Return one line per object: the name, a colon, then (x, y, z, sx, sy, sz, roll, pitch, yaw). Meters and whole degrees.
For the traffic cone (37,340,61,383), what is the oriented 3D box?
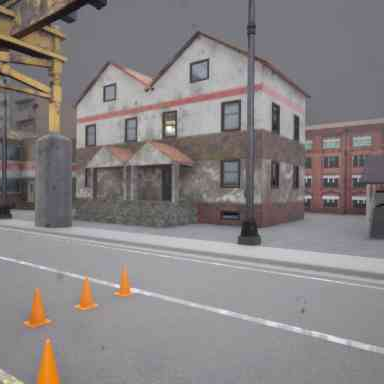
traffic cone: (-1.610, 1.952, 3.718, 0.340, 0.580, 0.340, 0, 0, 36)

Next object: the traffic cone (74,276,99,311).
traffic cone: (-2.063, 1.949, 6.510, 0.340, 0.580, 0.340, 0, 0, 36)

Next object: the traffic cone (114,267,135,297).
traffic cone: (-1.479, 1.949, 7.321, 0.340, 0.580, 0.340, 0, 0, 36)

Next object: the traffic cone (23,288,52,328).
traffic cone: (-2.648, 1.949, 5.698, 0.340, 0.580, 0.340, 0, 0, 36)
